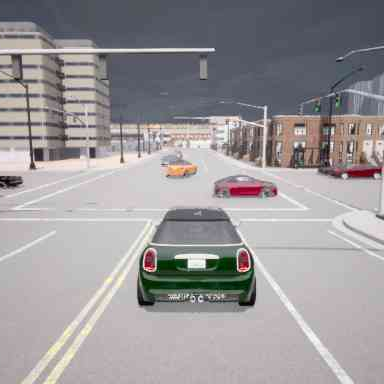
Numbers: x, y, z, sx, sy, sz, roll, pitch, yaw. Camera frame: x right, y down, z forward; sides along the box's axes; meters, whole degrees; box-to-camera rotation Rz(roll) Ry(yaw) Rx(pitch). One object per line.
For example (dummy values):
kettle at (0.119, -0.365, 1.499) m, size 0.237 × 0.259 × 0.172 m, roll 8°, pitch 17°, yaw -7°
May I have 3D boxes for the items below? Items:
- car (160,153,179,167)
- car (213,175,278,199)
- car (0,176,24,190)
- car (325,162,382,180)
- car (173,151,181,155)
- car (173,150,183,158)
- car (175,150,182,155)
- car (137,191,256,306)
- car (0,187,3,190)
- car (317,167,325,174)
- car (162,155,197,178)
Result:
car at (-3.509, -4.516, 48.858) m, size 2.128 × 1.511 × 4.902 m, roll 0°, pitch 8°, yaw 1°
car at (3.444, -0.403, 21.779) m, size 4.181 × 1.385 × 1.994 m, roll 0°, pitch 8°, yaw 0°
car at (-15.530, -0.897, 25.379) m, size 4.718 × 1.301 × 1.895 m, roll 0°, pitch 8°, yaw 0°
car at (16.050, -2.062, 32.280) m, size 5.008 × 1.535 × 1.882 m, roll 0°, pitch 8°, yaw 0°
car at (-3.456, -5.923, 58.195) m, size 1.882 × 1.535 × 5.008 m, roll 0°, pitch 9°, yaw 0°
car at (-3.335, -8.934, 77.540) m, size 2.097 × 1.767 × 4.553 m, roll 0°, pitch 8°, yaw 0°
car at (-3.367, -7.262, 67.490) m, size 1.812 × 1.442 × 4.674 m, roll 0°, pitch 8°, yaw 1°
car at (0.092, 1.075, 7.660) m, size 2.097 × 1.767 × 4.553 m, roll 0°, pitch 4°, yaw 0°
car at (-16.060, -0.751, 21.831) m, size 5.566 × 2.045 × 2.150 m, roll 0°, pitch 8°, yaw 0°
car at (16.397, -2.511, 35.758) m, size 5.357 × 1.411 × 2.033 m, roll 0°, pitch 8°, yaw 0°
car at (-1.028, -2.591, 35.014) m, size 2.097 × 1.767 × 4.553 m, roll 3°, pitch 9°, yaw 18°
